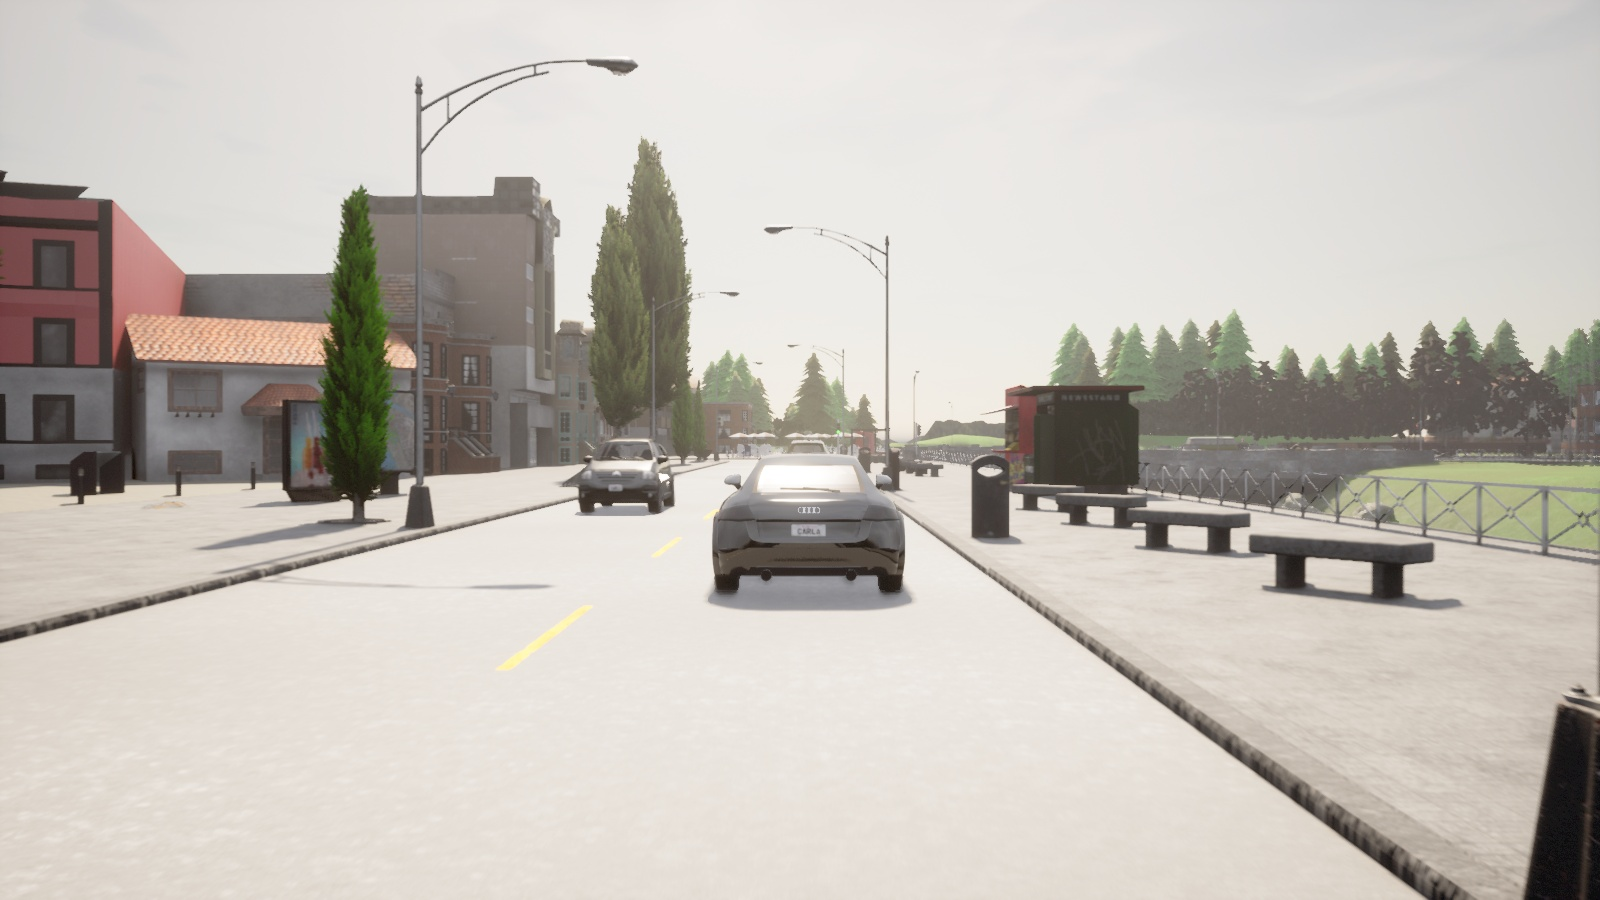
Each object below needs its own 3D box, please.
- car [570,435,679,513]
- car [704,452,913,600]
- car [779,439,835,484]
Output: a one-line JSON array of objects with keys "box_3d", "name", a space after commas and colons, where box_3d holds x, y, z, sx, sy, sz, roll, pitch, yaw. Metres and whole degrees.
[{"box_3d": [-3.829, 0.484, 27.999, 1.851, 1.617, 3.988, 0, 0, 0], "name": "car"}, {"box_3d": [0.093, 0.731, 14.103, 1.994, 1.385, 4.181, 0, 0, 0], "name": "car"}, {"box_3d": [0.282, 0.405, 48.248, 2.033, 1.649, 4.856, 0, 0, 0], "name": "car"}]
